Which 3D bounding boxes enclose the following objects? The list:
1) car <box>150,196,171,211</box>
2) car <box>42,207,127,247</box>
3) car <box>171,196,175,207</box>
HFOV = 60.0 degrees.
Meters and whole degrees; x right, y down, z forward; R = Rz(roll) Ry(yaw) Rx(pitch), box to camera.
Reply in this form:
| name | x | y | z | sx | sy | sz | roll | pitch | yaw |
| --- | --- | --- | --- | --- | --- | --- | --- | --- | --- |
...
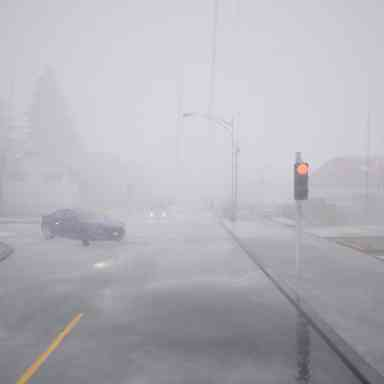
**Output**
| name | x | y | z | sx | sy | sz | roll | pitch | yaw |
| --- | --- | --- | --- | --- | --- | --- | --- | --- | --- |
| car | -4.093 | 1.505 | 41.611 | 1.837 | 1.490 | 4.892 | 0 | 0 | 0 |
| car | -5.039 | 1.478 | 15.388 | 5.008 | 1.535 | 1.882 | 0 | -2 | 40 |
| car | -4.087 | 1.525 | 50.822 | 1.812 | 1.442 | 4.674 | 0 | 0 | 0 |
